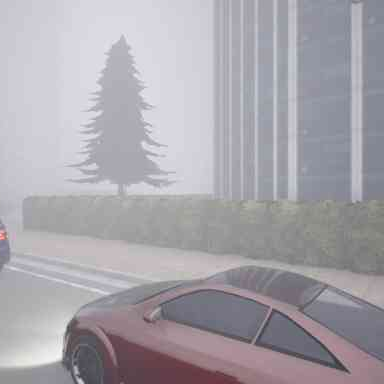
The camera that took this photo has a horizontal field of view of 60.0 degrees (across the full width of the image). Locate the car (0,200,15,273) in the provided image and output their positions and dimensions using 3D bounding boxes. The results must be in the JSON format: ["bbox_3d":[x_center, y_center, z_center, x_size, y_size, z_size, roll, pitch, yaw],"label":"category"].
[{"bbox_3d":[-7.160,1.221,9.062,5.566,2.045,2.150,0,0,35],"label":"car"}]

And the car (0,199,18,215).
[{"bbox_3d":[-20.378,1.555,33.232,1.837,1.490,4.892,0,1,35],"label":"car"}]

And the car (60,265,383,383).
[{"bbox_3d":[0.451,1.564,3.671,4.181,1.385,1.994,0,0,35],"label":"car"}]
